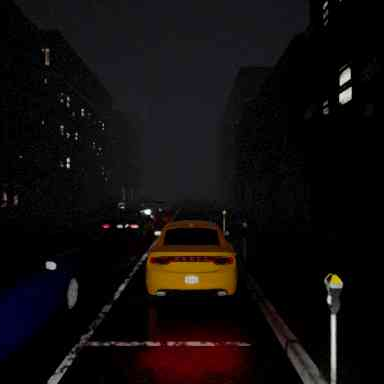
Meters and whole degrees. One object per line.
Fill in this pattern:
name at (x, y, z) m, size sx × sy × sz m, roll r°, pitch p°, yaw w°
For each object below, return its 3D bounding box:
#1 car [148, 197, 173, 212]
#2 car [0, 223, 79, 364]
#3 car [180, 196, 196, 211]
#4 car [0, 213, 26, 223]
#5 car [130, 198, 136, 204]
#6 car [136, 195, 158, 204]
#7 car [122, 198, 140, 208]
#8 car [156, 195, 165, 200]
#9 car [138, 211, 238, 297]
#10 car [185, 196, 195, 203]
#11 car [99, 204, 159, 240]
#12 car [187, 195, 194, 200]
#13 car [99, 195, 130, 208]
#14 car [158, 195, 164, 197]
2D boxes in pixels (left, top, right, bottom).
car at (-3.097, 1.525, 34.879) m, size 1.812 × 1.442 × 4.674 m, roll 0°, pitch 0°, yaw 1°
car at (-3.145, 1.478, 4.560) m, size 1.882 × 1.535 × 5.008 m, roll 0°, pitch 0°, yaw 0°
car at (-0.454, 1.525, 37.323) m, size 1.752 × 1.417 × 4.829 m, roll 0°, pitch 0°, yaw 0°
car at (-8.835, 1.583, 14.612) m, size 1.802 × 1.307 × 4.206 m, roll 0°, pitch 0°, yaw 0°
car at (-8.834, 1.439, 42.793) m, size 1.967 × 1.590 × 4.097 m, roll 0°, pitch 0°, yaw 0°
car at (-6.192, 1.490, 44.002) m, size 2.128 × 1.511 × 4.902 m, roll 0°, pitch 0°, yaw 0°
car at (-8.834, 1.543, 48.430) m, size 1.887 × 1.381 × 4.507 m, roll 0°, pitch 0°, yaw 0°
car at (-8.834, 1.539, 93.519) m, size 2.008 × 1.369 × 4.403 m, roll 0°, pitch 0°, yaw 0°
car at (-0.005, 1.478, 8.649) m, size 1.882 × 1.535 × 5.008 m, roll 0°, pitch 0°, yaw 0°
car at (-0.453, 1.545, 70.970) m, size 2.008 × 1.369 × 4.403 m, roll 0°, pitch 0°, yaw 0°
car at (-3.126, 1.548, 17.019) m, size 2.033 × 1.411 × 5.357 m, roll 0°, pitch 0°, yaw 0°
car at (-0.452, 1.513, 93.685) m, size 1.752 × 1.417 × 4.829 m, roll 0°, pitch 0°, yaw 0°
car at (-8.833, 1.314, 37.157) m, size 2.192 × 1.841 × 5.009 m, roll 0°, pitch 0°, yaw 0°
car at (-8.834, 1.541, 87.882) m, size 2.008 × 1.369 × 4.403 m, roll 0°, pitch 0°, yaw 0°
